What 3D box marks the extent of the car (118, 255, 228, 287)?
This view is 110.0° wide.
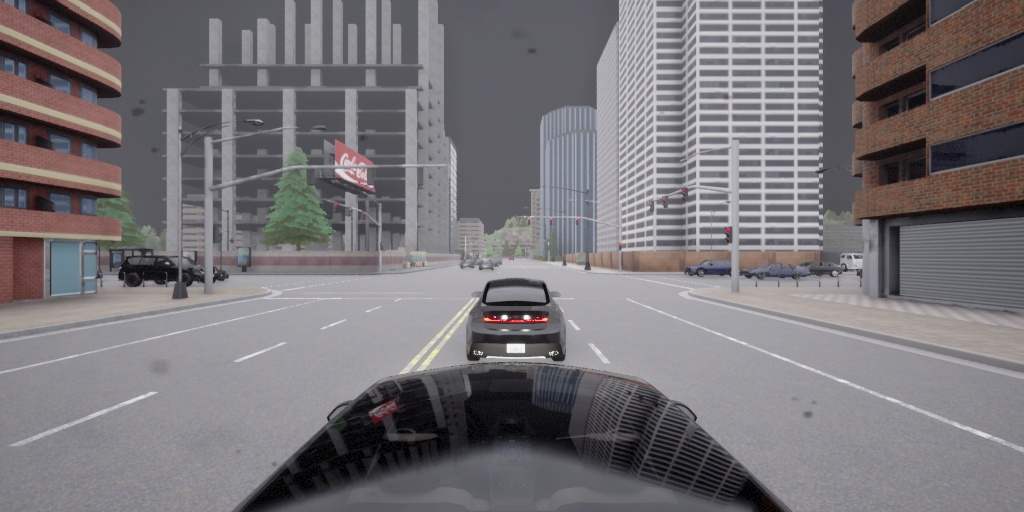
[{"bbox_3d":[-22.815,0.972,23.988,5.566,2.045,2.150,0,0,0],"label":"car"}]

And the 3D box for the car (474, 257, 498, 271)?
[{"bbox_3d":[-3.376,1.241,47.798,2.128,1.511,4.902,0,0,0],"label":"car"}]

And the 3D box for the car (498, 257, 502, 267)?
[{"bbox_3d":[-3.283,1.255,62.074,1.837,1.490,4.892,0,0,1],"label":"car"}]

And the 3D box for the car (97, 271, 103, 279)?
[{"bbox_3d":[-34.879,1.297,27.483,5.357,1.411,2.033,0,0,0],"label":"car"}]

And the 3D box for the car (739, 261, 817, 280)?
[{"bbox_3d":[22.803,1.297,31.215,5.357,1.411,2.033,0,0,0],"label":"car"}]

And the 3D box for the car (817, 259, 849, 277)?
[{"bbox_3d":[29.062,1.255,34.709,4.892,1.490,1.837,0,0,0],"label":"car"}]

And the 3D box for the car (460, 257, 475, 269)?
[{"bbox_3d":[-6.836,1.242,55.076,2.128,1.511,4.902,0,0,0],"label":"car"}]

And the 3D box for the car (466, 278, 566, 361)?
[{"bbox_3d":[0.093,1.255,8.247,1.837,1.490,4.892,0,0,1],"label":"car"}]

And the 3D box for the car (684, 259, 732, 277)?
[{"bbox_3d":[19.212,1.102,34.713,4.553,1.767,2.097,0,0,0],"label":"car"}]

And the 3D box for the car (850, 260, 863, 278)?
[{"bbox_3d":[32.715,1.314,31.206,4.181,1.385,1.994,0,0,0],"label":"car"}]
